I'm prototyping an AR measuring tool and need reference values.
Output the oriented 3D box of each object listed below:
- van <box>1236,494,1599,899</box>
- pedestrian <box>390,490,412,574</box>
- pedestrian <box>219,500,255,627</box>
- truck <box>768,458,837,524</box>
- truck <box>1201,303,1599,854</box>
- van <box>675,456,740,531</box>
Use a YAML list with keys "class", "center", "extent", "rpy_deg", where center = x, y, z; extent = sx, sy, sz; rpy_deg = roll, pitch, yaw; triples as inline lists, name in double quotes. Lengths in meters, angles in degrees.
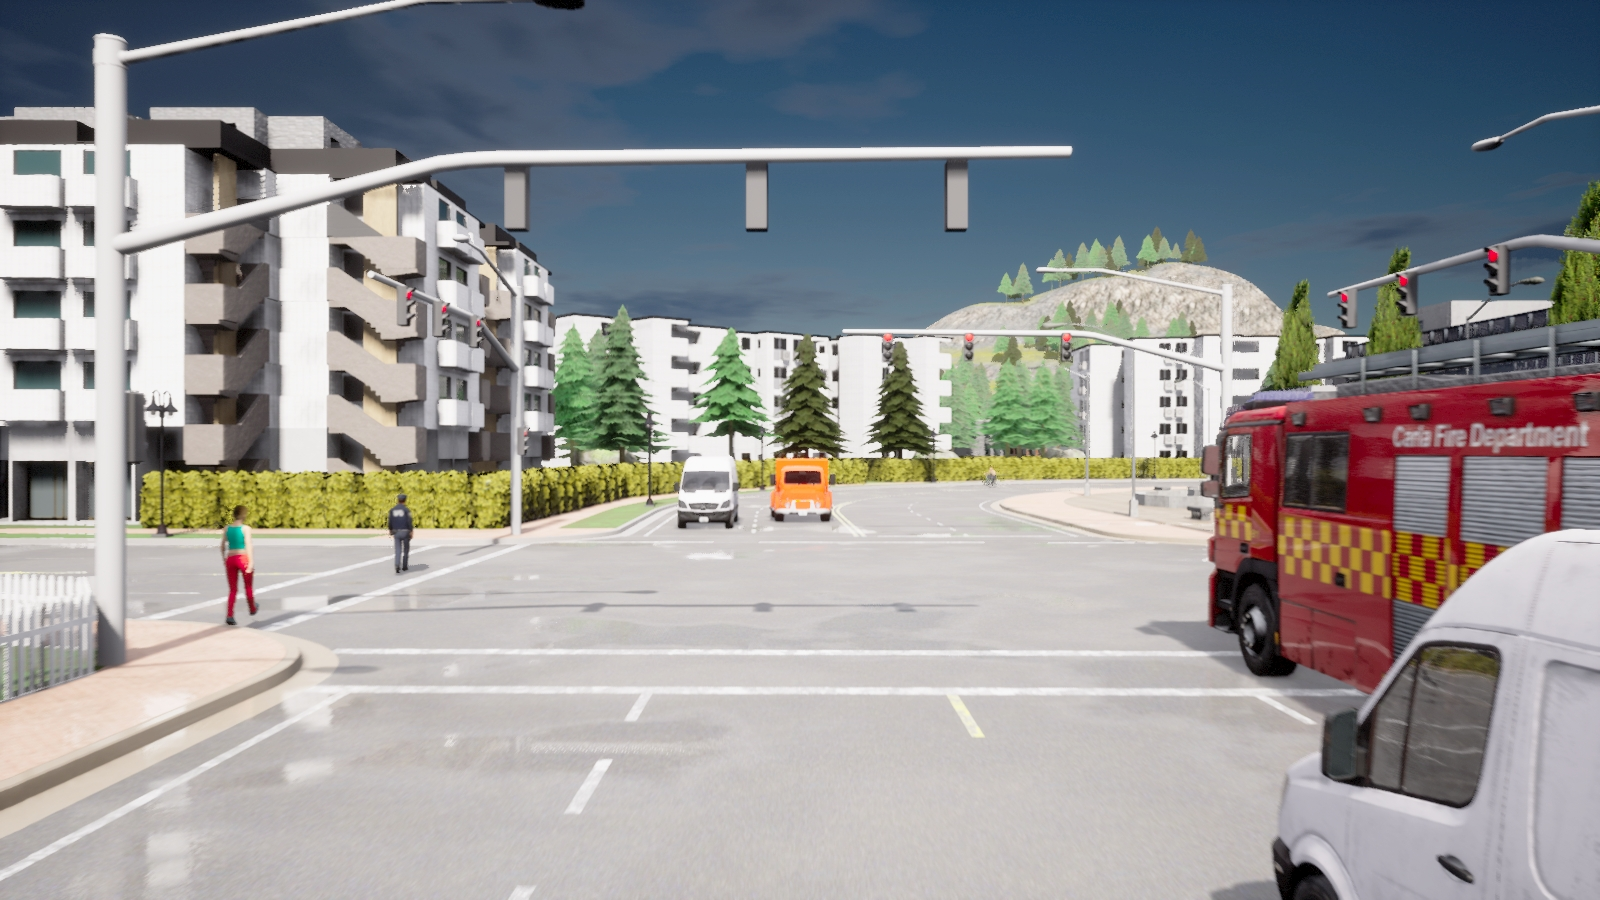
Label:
- class: "van"
  center: [3.499, 1.534, 3.599]
  extent: [1.988, 2.561, 5.915]
  rpy_deg: [0, 0, 0]
- class: "pedestrian"
  center: [-9.020, 1.848, 25.832]
  extent: [0.375, 1.860, 0.375]
  rpy_deg: [0, 0, -4]
- class: "pedestrian"
  center: [-8.468, 1.696, 17.183]
  extent: [0.375, 1.860, 0.375]
  rpy_deg: [0, 0, -5]
- class: "truck"
  center: [0.070, 1.567, 46.099]
  extent: [2.627, 2.467, 5.204]
  rpy_deg: [0, 0, -1]
- class: "truck"
  center: [7.003, 0.890, 11.597]
  extent: [2.891, 3.827, 8.468]
  rpy_deg: [0, 0, 0]
- class: "van"
  center: [-3.374, 1.533, 42.602]
  extent: [1.988, 2.561, 5.915]
  rpy_deg: [0, 0, -1]
